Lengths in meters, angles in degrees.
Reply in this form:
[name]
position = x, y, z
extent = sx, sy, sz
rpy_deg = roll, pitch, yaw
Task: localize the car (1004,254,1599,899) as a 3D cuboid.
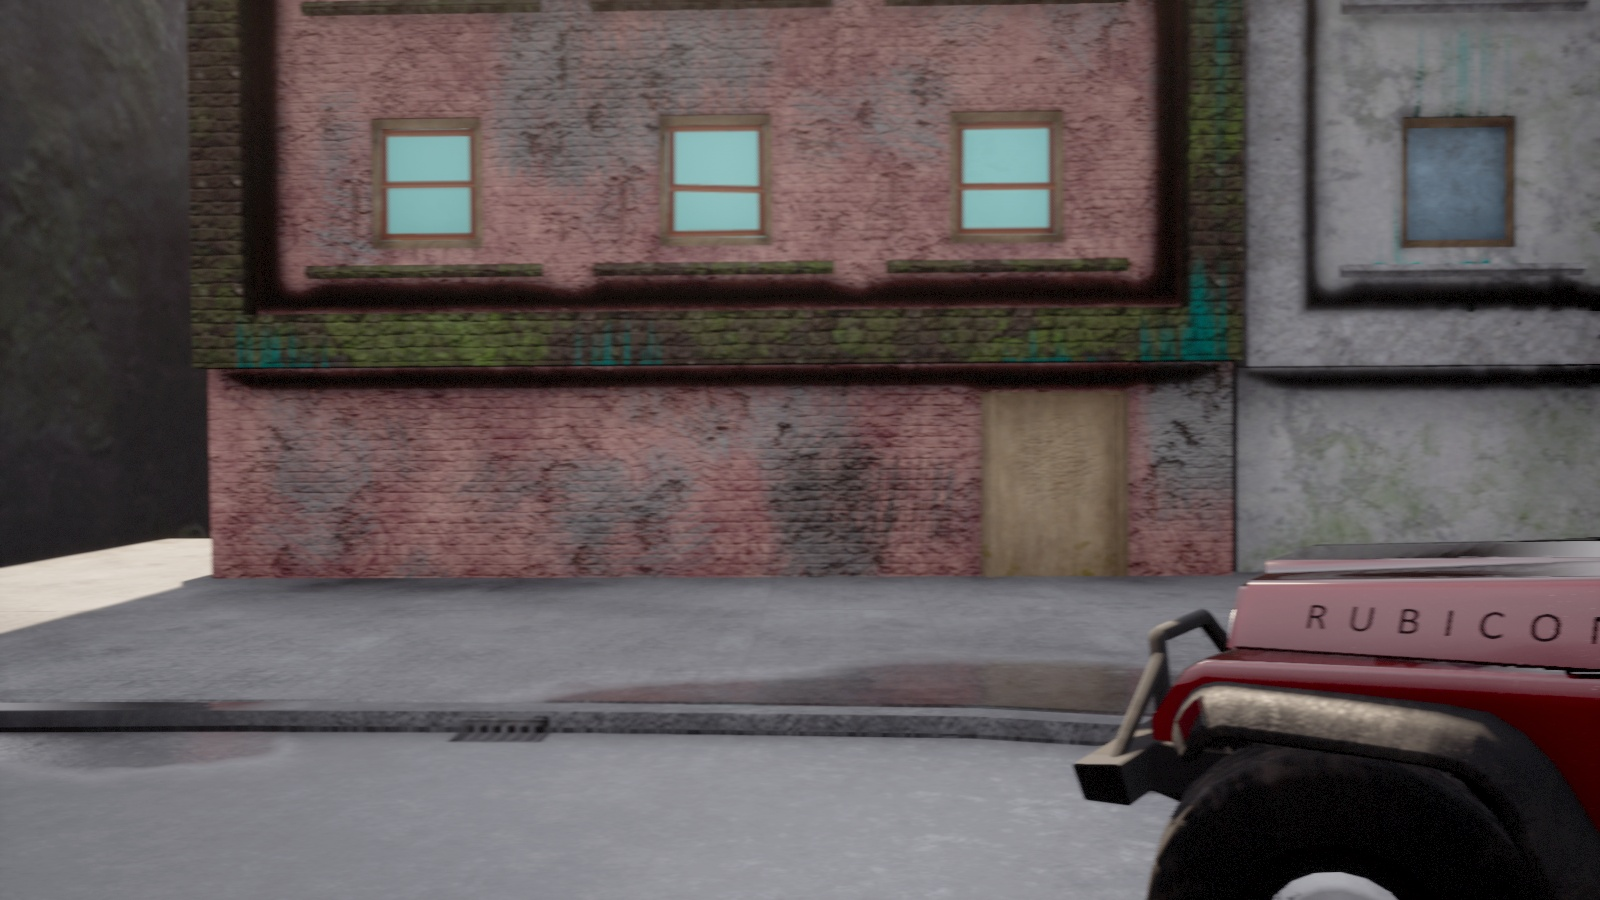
[car]
position = 2.640, 0.562, 2.795
extent = 3.866, 1.878, 1.905
rpy_deg = 1, 1, 34
